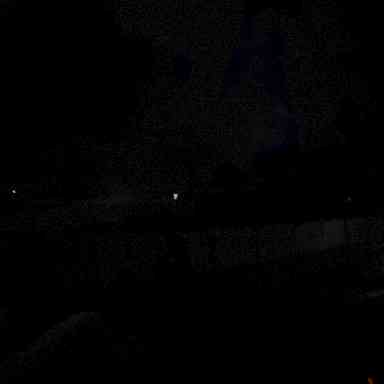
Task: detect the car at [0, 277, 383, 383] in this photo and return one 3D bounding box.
[{"bbox_3d":[-0.331,1.618,2.820,5.008,1.535,1.882,1,-3,-35],"label":"car"}]
